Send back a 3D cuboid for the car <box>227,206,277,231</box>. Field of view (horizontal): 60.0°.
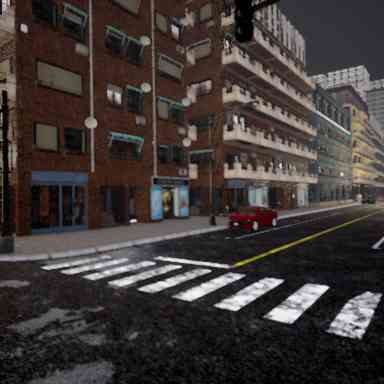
[{"bbox_3d":[3.857,1.590,20.923,1.887,1.381,4.507,-1,-1,36],"label":"car"}]

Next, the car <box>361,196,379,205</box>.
[{"bbox_3d":[29.485,1.416,55.604,1.947,1.339,4.313,-1,-1,36],"label":"car"}]

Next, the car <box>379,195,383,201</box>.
[{"bbox_3d":[39.577,1.359,69.344,1.802,1.307,4.206,-1,-1,36],"label":"car"}]
